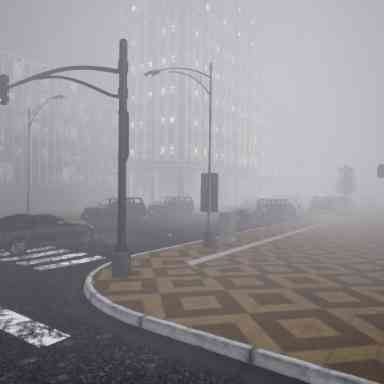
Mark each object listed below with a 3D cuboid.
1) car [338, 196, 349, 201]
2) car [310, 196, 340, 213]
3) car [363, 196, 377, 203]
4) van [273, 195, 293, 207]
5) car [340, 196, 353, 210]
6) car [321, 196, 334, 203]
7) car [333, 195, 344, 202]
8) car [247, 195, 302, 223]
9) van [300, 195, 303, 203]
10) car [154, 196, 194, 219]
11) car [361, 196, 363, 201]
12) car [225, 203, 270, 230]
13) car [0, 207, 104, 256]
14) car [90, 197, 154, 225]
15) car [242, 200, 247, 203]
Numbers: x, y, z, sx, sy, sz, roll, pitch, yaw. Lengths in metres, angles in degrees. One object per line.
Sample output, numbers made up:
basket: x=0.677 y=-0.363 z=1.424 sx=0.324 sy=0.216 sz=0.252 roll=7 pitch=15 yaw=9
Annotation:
car: x=39.613 y=1.623 z=87.019 sx=1.947 sy=1.339 sz=4.313 roll=1 pitch=1 yaw=35
car: x=15.386 y=1.427 z=39.164 sx=2.192 sy=1.841 sz=5.009 roll=1 pitch=0 yaw=35
car: x=39.635 y=1.598 z=73.432 sx=1.967 sy=1.590 sz=4.097 roll=1 pitch=1 yaw=35
van: x=13.949 y=1.345 z=50.846 sx=1.690 sy=1.788 sz=3.998 roll=1 pitch=0 yaw=35
car: x=20.375 y=1.437 z=46.286 sx=2.192 sy=1.841 sz=5.009 roll=1 pitch=0 yaw=35
car: x=29.997 y=1.616 z=73.468 sx=1.802 sy=1.307 sz=4.206 roll=1 pitch=1 yaw=35
car: x=36.320 y=1.570 z=82.378 sx=1.752 sy=1.417 sz=4.829 roll=1 pitch=1 yaw=35
car: x=6.797 y=1.409 z=26.927 sx=2.192 sy=1.841 sz=5.009 roll=1 pitch=0 yaw=35
van: x=17.159 y=1.351 z=55.370 sx=1.690 sy=1.788 sz=3.998 roll=1 pitch=0 yaw=35
car: x=-1.754 y=1.283 z=28.939 sx=2.192 sy=1.841 sz=5.009 roll=1 pitch=0 yaw=35
car: x=44.103 y=1.655 z=84.161 sx=2.128 sy=1.511 sz=4.902 roll=1 pitch=1 yaw=35
car: x=3.300 y=1.668 z=22.004 sx=1.802 sy=1.307 sz=4.206 roll=1 pitch=0 yaw=35
car: x=-6.125 y=1.558 z=13.387 sx=1.812 sy=1.442 sz=4.674 roll=1 pitch=1 yaw=35
car: x=-5.418 y=1.275 z=23.775 sx=2.192 sy=1.841 sz=5.009 roll=1 pitch=0 yaw=35
car: x=7.770 y=1.430 z=42.252 sx=1.967 sy=1.590 sz=4.097 roll=1 pitch=0 yaw=35
